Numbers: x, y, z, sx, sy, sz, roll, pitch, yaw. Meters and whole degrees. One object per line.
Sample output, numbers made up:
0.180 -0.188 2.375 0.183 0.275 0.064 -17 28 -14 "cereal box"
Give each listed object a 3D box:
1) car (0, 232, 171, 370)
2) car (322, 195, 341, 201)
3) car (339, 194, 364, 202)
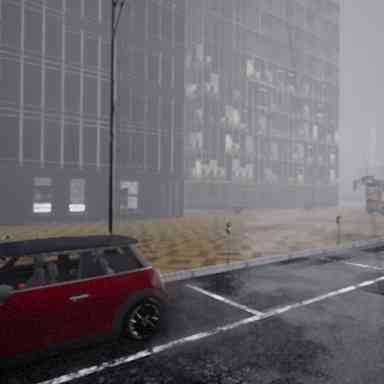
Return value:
-2.428 1.439 4.817 4.097 1.590 1.967 0 1 -36 "car"
35.465 1.553 84.424 1.967 1.590 4.097 1 -1 -35 "car"
38.655 1.403 79.882 2.192 1.841 5.009 1 -1 -35 "car"
